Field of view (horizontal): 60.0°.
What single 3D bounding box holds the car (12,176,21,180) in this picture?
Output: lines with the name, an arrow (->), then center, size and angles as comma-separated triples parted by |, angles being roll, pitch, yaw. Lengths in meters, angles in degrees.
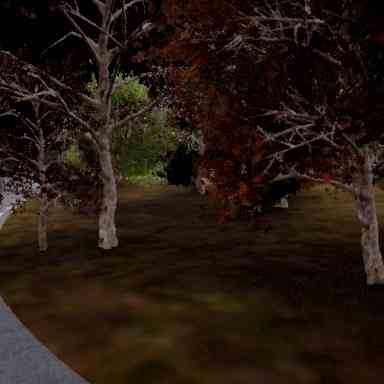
car -> -35.595, -2.597, 67.896 | 2.033, 1.411, 5.357 | 0, 4, -28

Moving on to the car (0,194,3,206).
car -> -15.128, 0.287, 23.965 | 2.097, 1.767, 4.553 | -1, 4, -22
